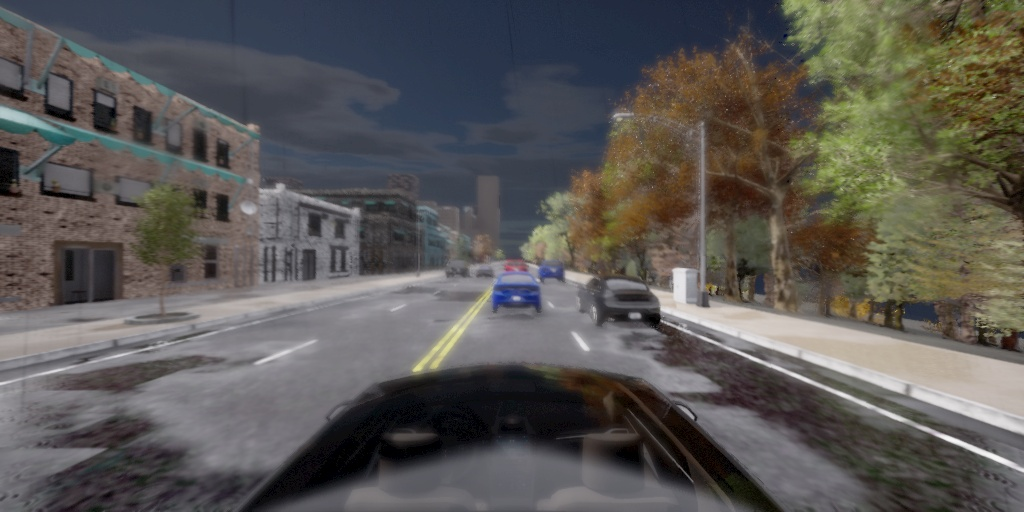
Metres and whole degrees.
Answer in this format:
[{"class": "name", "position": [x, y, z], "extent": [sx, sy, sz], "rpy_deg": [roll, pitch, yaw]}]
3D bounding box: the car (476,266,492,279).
[{"class": "car", "position": [-2.950, 1.830, 40.669], "extent": [2.033, 1.411, 5.357], "rpy_deg": [0, -1, 1]}]

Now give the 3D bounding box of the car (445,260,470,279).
[{"class": "car", "position": [-6.188, 1.509, 41.463], "extent": [2.150, 2.045, 5.566], "rpy_deg": [0, -1, 1]}]

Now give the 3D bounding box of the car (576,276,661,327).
[{"class": "car", "position": [3.418, 1.413, 12.204], "extent": [1.837, 1.490, 4.892], "rpy_deg": [0, 0, 1]}]

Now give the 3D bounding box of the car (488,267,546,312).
[{"class": "car", "position": [0.209, 1.417, 15.341], "extent": [1.882, 1.535, 5.008], "rpy_deg": [0, -1, 1]}]

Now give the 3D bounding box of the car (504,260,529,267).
[{"class": "car", "position": [0.418, 1.415, 33.541], "extent": [2.150, 2.045, 5.566], "rpy_deg": [0, -1, 1]}]

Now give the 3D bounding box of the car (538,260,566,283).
[{"class": "car", "position": [3.668, 1.424, 33.570], "extent": [2.150, 2.045, 5.566], "rpy_deg": [0, -1, 1]}]
